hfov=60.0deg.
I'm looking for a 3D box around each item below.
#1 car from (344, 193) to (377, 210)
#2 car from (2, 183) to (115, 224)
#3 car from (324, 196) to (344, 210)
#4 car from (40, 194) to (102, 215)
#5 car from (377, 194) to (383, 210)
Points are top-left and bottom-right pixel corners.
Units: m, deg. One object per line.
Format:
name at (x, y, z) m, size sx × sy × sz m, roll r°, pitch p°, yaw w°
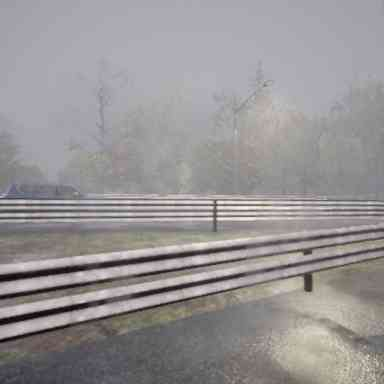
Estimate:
car at (15.472, 0.985, 27.585) m, size 4.553 × 1.767 × 2.097 m, roll 1°, pitch 0°, yaw -15°
car at (-7.007, 0.562, 17.889) m, size 5.566 × 2.045 × 2.150 m, roll 1°, pitch 0°, yaw -15°
car at (14.638, 1.128, 30.986) m, size 4.892 × 1.490 × 1.837 m, roll 1°, pitch 0°, yaw -15°
car at (-8.816, 0.895, 24.653) m, size 4.181 × 1.385 × 1.994 m, roll 1°, pitch 0°, yaw -15°
car at (16.356, 0.995, 24.198) m, size 4.553 × 1.767 × 2.097 m, roll 1°, pitch 0°, yaw -15°
